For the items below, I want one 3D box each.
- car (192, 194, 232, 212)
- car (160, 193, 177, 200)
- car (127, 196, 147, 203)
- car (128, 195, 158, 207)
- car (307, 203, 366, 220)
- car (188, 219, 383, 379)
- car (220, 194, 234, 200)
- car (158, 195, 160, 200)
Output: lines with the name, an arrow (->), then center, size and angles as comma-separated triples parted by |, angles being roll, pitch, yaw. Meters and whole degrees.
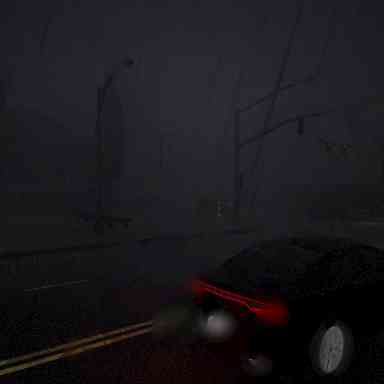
car -> 2.458, 1.356, 38.041 | 2.097, 1.767, 4.553 | 0, 0, -35
car -> -5.646, 1.156, 86.848 | 3.866, 1.878, 1.905 | 0, 0, -37
car -> -11.669, 1.540, 70.554 | 2.033, 1.411, 5.357 | 0, 0, -35
car -> -7.928, 1.493, 52.885 | 2.128, 1.511, 4.902 | 0, 0, -35
car -> 11.078, 1.565, 25.749 | 1.994, 1.385, 4.181 | 0, 0, -35
car -> 2.261, 1.478, 5.619 | 5.008, 1.535, 1.882 | 0, 0, -37
car -> 10.003, 1.395, 95.066 | 3.806, 1.475, 1.970 | 0, 0, -37
car -> -7.324, 1.153, 89.207 | 4.605, 1.855, 1.932 | 0, 0, -37
